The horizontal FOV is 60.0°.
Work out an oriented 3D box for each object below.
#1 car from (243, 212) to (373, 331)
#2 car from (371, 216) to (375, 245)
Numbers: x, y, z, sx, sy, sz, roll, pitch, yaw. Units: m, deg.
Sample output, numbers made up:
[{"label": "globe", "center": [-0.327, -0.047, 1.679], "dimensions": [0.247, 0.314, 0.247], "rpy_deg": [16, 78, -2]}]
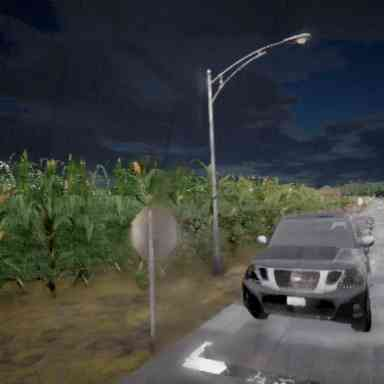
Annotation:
[{"label": "car", "center": [3.035, 1.549, 8.001], "dimensions": [2.150, 2.045, 5.566], "rpy_deg": [-4, -3, 28]}, {"label": "car", "center": [7.971, 2.076, 16.812], "dimensions": [1.882, 1.535, 5.008], "rpy_deg": [-4, -3, 29]}]
